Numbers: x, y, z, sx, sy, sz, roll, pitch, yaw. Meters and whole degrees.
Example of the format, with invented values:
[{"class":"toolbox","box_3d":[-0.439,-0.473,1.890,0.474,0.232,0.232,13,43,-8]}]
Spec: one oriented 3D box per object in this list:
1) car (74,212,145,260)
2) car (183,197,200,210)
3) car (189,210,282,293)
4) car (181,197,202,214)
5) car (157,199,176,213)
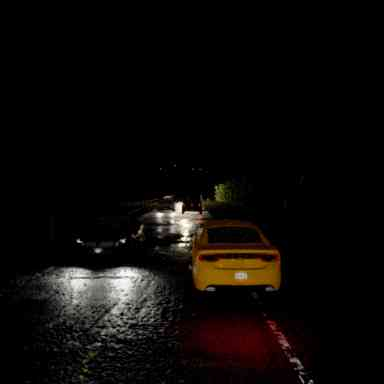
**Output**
[{"class":"car","box_3d":[-2.878,1.525,12.504,1.812,1.442,4.674,0,0,0]},{"class":"car","box_3d":[-0.033,1.492,45.039,2.128,1.511,4.902,0,0,0]},{"class":"car","box_3d":[0.944,1.477,8.925,1.882,1.535,5.008,0,0,0]},{"class":"car","box_3d":[-0.003,1.352,35.079,2.097,1.767,4.553,0,0,0]},{"class":"car","box_3d":[-2.831,1.525,37.953,1.812,1.442,4.674,0,0,0]}]
